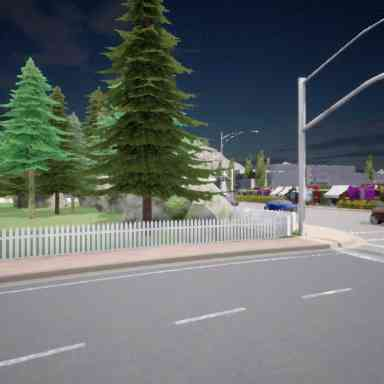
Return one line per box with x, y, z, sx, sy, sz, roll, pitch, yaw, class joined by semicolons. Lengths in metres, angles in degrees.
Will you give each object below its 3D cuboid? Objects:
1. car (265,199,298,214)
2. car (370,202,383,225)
9.747;1.533;36.044;1.882;1.535;5.008;0;0;-16;car
14.033;1.407;21.631;2.097;1.767;4.553;0;0;-17;car
